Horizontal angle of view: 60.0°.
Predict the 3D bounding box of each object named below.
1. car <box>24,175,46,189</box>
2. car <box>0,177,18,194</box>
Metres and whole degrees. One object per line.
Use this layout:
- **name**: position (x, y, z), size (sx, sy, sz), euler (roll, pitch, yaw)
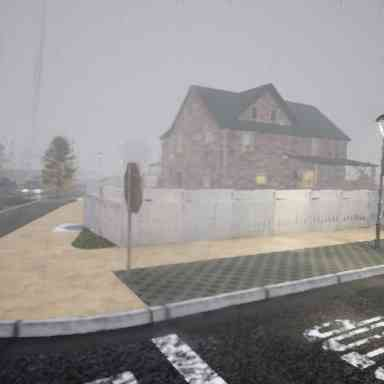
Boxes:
- **car**: position (-16.364, -1.142, 36.015), size (2.033, 1.411, 5.357), euler (1, 3, -7)
- **car**: position (-14.869, -0.440, 24.980), size (2.033, 1.411, 5.357), euler (1, 4, -9)
